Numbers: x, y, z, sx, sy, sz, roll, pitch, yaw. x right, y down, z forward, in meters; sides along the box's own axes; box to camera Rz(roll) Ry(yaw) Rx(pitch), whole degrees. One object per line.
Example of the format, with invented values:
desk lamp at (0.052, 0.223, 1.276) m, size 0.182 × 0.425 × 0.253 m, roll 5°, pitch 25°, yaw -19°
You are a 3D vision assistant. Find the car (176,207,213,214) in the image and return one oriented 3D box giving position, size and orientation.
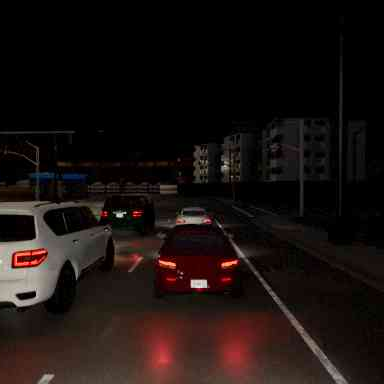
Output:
car at (0.112, 1.490, 17.510) m, size 1.812 × 1.442 × 4.674 m, roll 0°, pitch 0°, yaw 1°

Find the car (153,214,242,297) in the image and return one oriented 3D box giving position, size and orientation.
car at (0.118, 1.521, 8.423) m, size 1.812 × 1.442 × 4.674 m, roll 0°, pitch 0°, yaw 0°

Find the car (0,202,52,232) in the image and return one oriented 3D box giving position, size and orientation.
car at (-10.462, 1.394, 20.273) m, size 1.812 × 1.442 × 4.674 m, roll 0°, pitch 0°, yaw 0°

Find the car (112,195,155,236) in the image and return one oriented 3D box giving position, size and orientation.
car at (-3.355, 1.179, 18.139) m, size 2.150 × 2.045 × 5.566 m, roll 0°, pitch 0°, yaw 0°

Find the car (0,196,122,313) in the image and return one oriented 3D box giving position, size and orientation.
car at (-3.385, 1.218, 7.780) m, size 2.150 × 2.045 × 5.566 m, roll 0°, pitch 0°, yaw 0°
